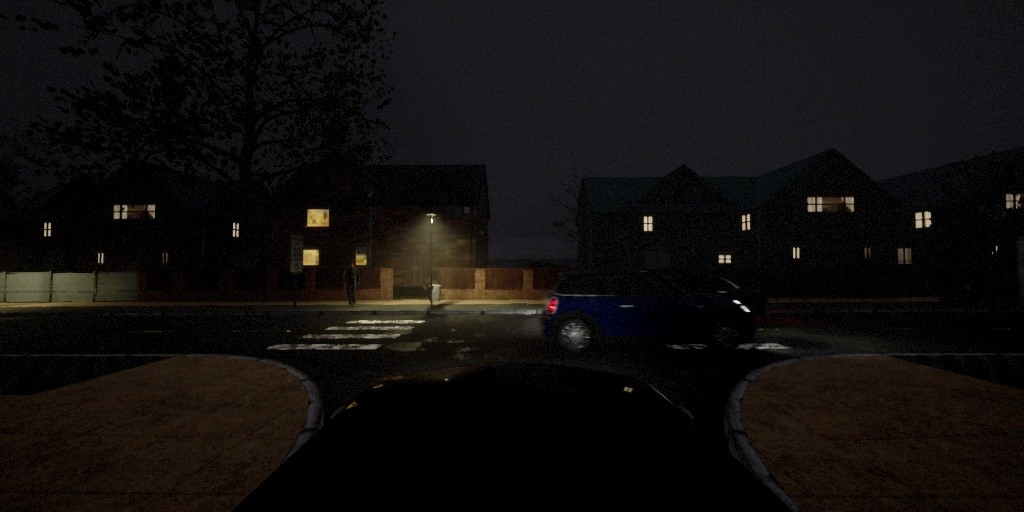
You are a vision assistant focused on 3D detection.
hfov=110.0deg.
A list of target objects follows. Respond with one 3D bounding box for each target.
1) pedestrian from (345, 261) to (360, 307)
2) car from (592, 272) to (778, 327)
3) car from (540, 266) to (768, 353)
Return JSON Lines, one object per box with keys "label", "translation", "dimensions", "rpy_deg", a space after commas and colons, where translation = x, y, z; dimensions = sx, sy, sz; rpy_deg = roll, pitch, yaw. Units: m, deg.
{"label": "pedestrian", "translation": [-6.466, 1.113, 14.473], "dimensions": [0.375, 1.860, 0.375], "rpy_deg": [0, -1, 2]}
{"label": "car", "translation": [5.154, 1.293, 11.206], "dimensions": [4.892, 1.490, 1.837], "rpy_deg": [-1, -1, 2]}
{"label": "car", "translation": [2.929, 1.100, 8.319], "dimensions": [4.553, 1.767, 2.097], "rpy_deg": [-1, -1, 2]}
